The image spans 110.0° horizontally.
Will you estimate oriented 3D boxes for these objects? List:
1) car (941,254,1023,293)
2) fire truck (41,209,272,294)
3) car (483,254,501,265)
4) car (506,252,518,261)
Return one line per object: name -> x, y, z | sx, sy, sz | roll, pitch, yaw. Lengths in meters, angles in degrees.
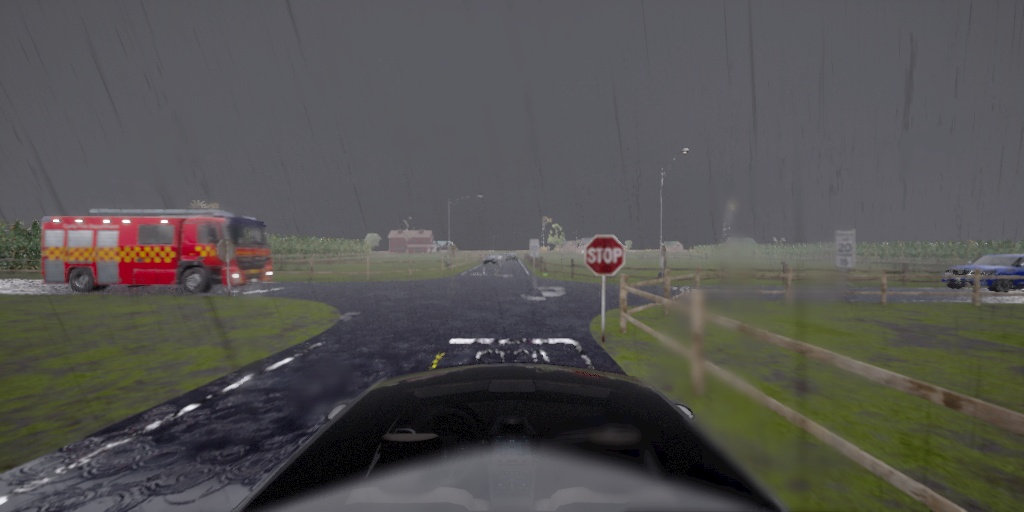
car -> 26.997, 0.897, 19.452 | 5.566, 2.045, 2.150 | 0, 1, 1
fire truck -> -16.392, -0.287, 16.991 | 8.468, 3.827, 2.891 | 0, 1, 1
car -> -2.813, 0.551, 47.450 | 1.895, 1.301, 4.718 | 0, 1, 0
car -> 0.007, 0.008, 64.183 | 2.097, 1.767, 4.553 | 0, 1, 0
